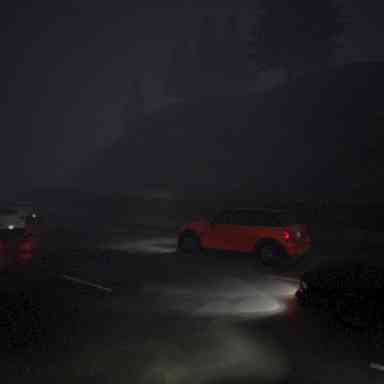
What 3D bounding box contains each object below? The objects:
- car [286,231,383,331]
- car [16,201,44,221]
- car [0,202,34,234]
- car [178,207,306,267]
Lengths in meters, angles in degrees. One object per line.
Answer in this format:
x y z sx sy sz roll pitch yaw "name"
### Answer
4.484 1.565 5.133 5.357 1.411 2.033 0 0 36 "car"
-12.534 1.408 24.701 1.812 1.442 4.674 0 0 -44 "car"
-10.309 1.435 17.481 4.674 1.442 1.812 0 0 44 "car"
1.661 1.341 11.703 4.553 1.767 2.097 0 0 38 "car"
